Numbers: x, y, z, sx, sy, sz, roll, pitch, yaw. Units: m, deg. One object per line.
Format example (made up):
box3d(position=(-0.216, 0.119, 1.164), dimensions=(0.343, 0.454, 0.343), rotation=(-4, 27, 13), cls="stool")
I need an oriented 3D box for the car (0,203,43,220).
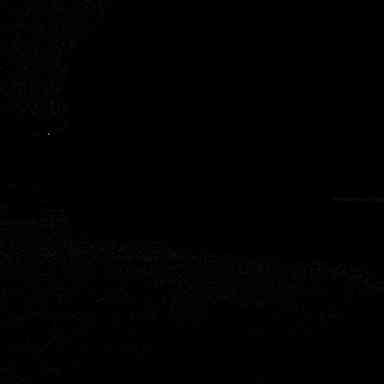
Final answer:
box3d(position=(-14.826, 1.576, 27.341), dimensions=(1.752, 1.417, 4.829), rotation=(-1, -1, 36), cls="car")
